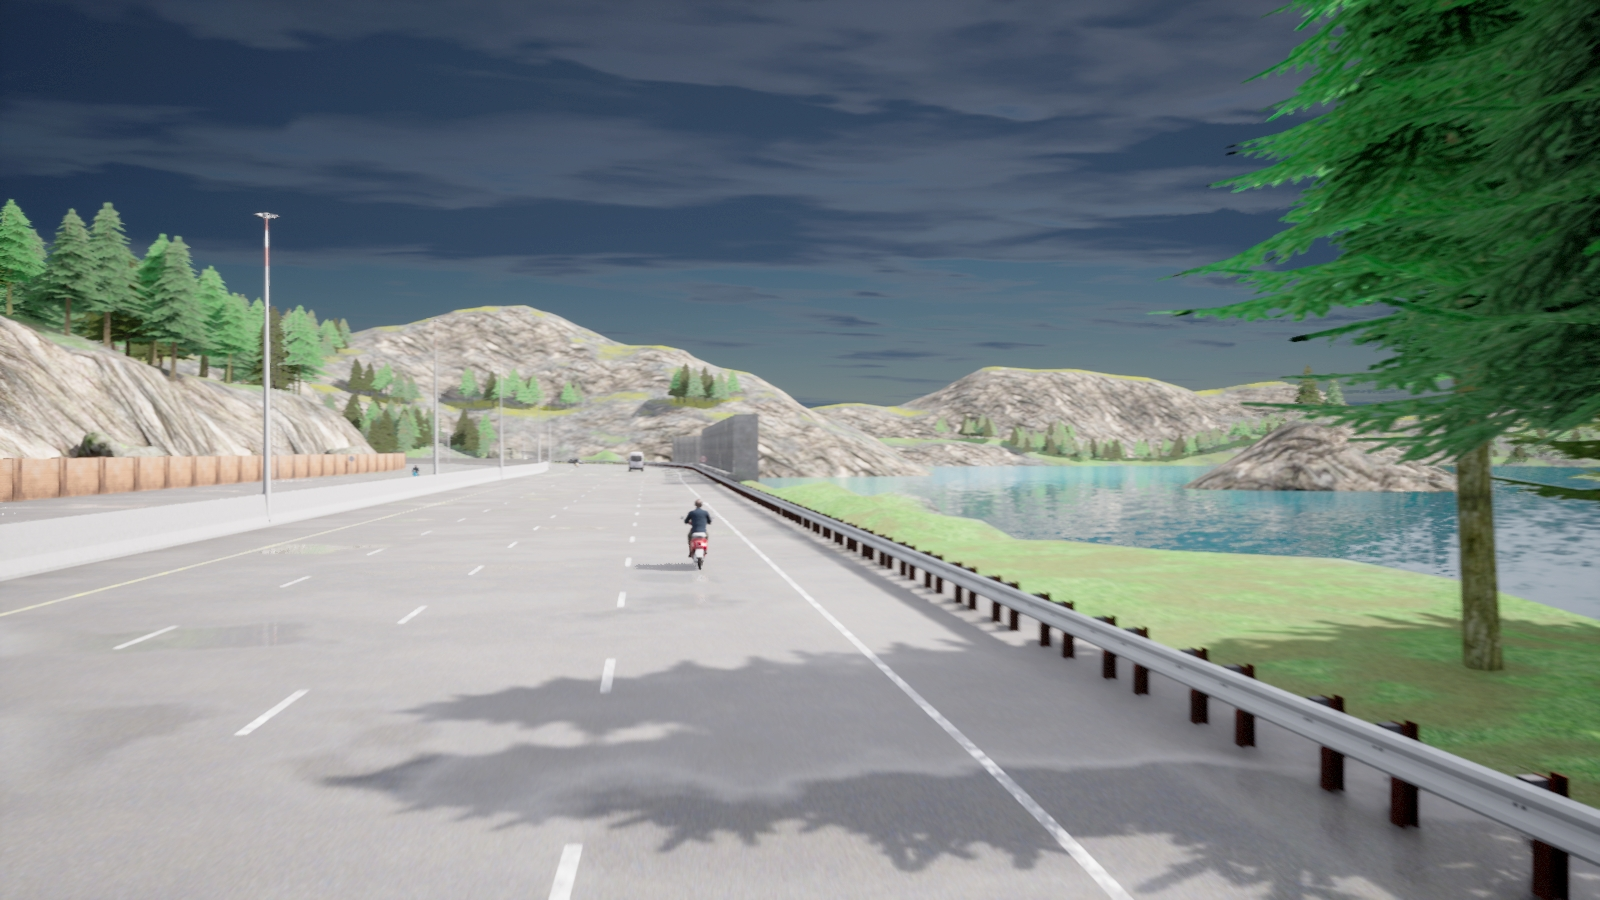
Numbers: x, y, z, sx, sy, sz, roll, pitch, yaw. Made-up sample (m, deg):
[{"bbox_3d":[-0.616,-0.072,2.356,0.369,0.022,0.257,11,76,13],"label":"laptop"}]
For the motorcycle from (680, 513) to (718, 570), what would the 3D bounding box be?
[{"bbox_3d":[-2.459,2.185,27.616,0.856,1.236,1.805,0,0,-7],"label":"motorcycle"}]
